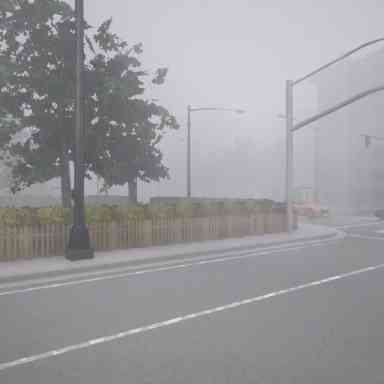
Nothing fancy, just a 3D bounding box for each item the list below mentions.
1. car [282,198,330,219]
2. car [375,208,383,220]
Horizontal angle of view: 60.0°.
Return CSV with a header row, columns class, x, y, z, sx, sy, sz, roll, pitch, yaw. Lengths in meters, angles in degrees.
class,x,y,z,sx,sy,sz,roll,pitch,yaw
car,9.849,1.352,29.547,2.097,1.767,4.553,0,0,-35
car,16.738,1.563,26.108,1.994,1.385,4.181,0,0,-35
